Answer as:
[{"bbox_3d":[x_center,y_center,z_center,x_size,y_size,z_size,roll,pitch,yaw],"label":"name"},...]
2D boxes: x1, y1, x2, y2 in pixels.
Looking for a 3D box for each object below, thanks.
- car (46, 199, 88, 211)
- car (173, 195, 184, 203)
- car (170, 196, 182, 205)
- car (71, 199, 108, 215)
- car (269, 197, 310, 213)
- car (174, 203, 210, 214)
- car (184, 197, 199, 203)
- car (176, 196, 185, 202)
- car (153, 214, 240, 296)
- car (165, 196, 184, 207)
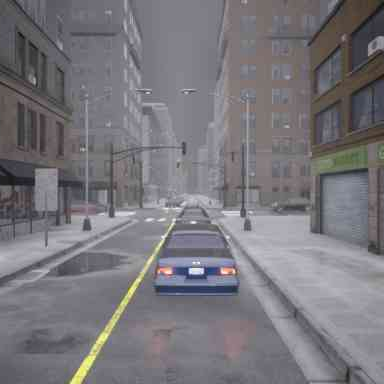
[{"bbox_3d":[-14.697,1.539,39.283,4.313,1.339,1.947,0,0,0],"label":"car"},{"bbox_3d":[-2.676,1.493,68.570,2.128,1.511,4.902,0,0,0],"label":"car"},{"bbox_3d":[-2.758,1.526,58.567,1.812,1.442,4.674,0,0,0],"label":"car"},{"bbox_3d":[-10.677,1.564,33.786,4.181,1.385,1.994,0,0,0],"label":"car"},{"bbox_3d":[10.886,1.353,36.679,4.553,1.767,2.097,0,0,0],"label":"car"},{"bbox_3d":[0.086,1.563,19.353,1.994,1.385,4.181,0,0,1],"label":"car"},{"bbox_3d":[0.108,1.525,52.569,1.812,1.442,4.674,0,0,1],"label":"car"},{"bbox_3d":[-2.654,1.599,78.884,1.895,1.301,4.718,0,0,0],"label":"car"},{"bbox_3d":[0.094,1.547,8.807,2.033,1.411,5.357,0,0,0],"label":"car"},{"bbox_3d":[-2.810,1.351,49.838,2.097,1.767,4.553,0,0,1],"label":"car"}]
